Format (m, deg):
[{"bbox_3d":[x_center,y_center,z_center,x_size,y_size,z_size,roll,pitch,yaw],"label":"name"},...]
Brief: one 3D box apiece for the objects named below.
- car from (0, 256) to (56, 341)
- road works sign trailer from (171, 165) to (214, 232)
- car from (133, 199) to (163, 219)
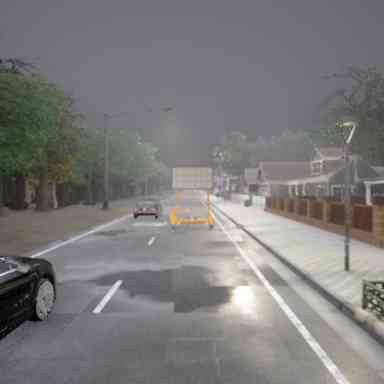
[{"bbox_3d":[-3.393,1.446,4.160,2.128,1.511,4.902,0,1,0],"label":"car"},{"bbox_3d":[0.024,0.275,18.786,2.380,3.560,2.880,0,1,0],"label":"road works sign trailer"},{"bbox_3d":[-3.367,1.290,26.137,2.033,1.411,5.357,0,1,0],"label":"car"}]
